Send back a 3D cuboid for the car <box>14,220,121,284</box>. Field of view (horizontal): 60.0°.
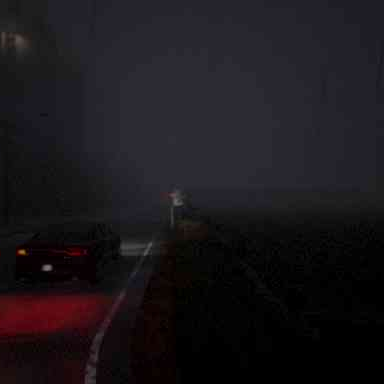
[{"bbox_3d":[-3.388,1.576,9.957,1.882,1.535,5.008,0,-1,-3],"label":"car"}]
